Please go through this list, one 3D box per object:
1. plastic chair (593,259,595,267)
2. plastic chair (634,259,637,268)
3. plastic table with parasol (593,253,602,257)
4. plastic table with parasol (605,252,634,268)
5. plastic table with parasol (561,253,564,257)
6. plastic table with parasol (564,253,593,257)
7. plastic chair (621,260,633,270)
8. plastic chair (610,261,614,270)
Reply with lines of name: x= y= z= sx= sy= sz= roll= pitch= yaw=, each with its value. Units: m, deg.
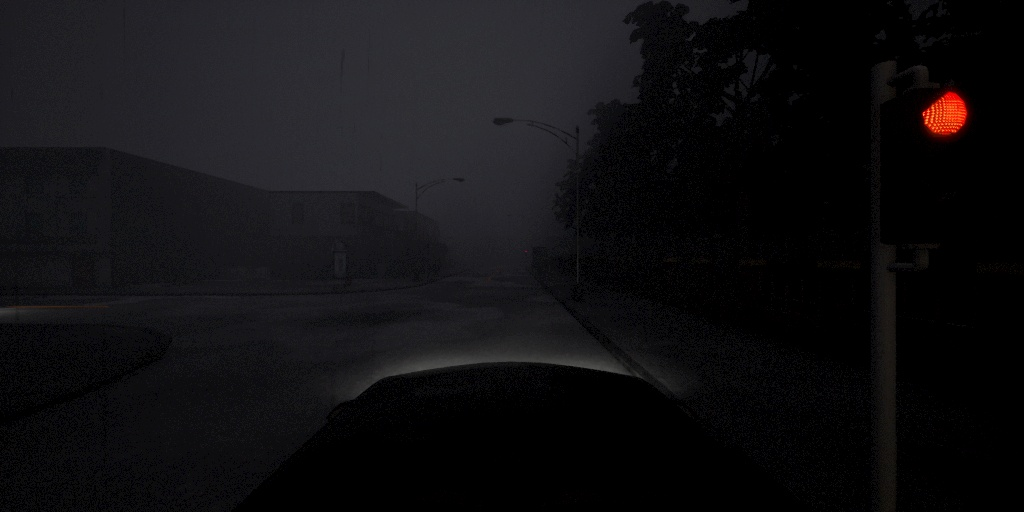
plastic chair: x=13.734 y=1.304 z=58.543 sx=0.730 sy=1.272 sz=0.750 roll=0 pitch=0 yaw=-35
plastic chair: x=18.661 y=1.161 z=54.665 sx=0.750 sy=1.272 sz=0.730 roll=0 pitch=0 yaw=-39
plastic table with parasol: x=14.686 y=0.673 z=59.431 sx=2.482 sy=2.480 sz=2.482 roll=0 pitch=0 yaw=-42
plastic table with parasol: x=15.306 y=0.694 z=51.217 sx=2.482 sy=2.480 sz=2.482 roll=0 pitch=0 yaw=-40
plastic table with parasol: x=10.700 y=0.705 z=62.399 sx=2.482 sy=2.480 sz=2.482 roll=0 pitch=0 yaw=-40
plastic table with parasol: x=9.987 y=0.684 z=53.957 sx=2.482 sy=2.480 sz=2.482 roll=0 pitch=0 yaw=-40
plastic chair: x=16.038 y=1.296 z=50.218 sx=0.750 sy=1.272 sz=0.730 roll=0 pitch=0 yaw=-40
plastic chair: x=14.332 y=1.306 z=50.316 sx=0.730 sy=1.272 sz=0.750 roll=0 pitch=0 yaw=-35
